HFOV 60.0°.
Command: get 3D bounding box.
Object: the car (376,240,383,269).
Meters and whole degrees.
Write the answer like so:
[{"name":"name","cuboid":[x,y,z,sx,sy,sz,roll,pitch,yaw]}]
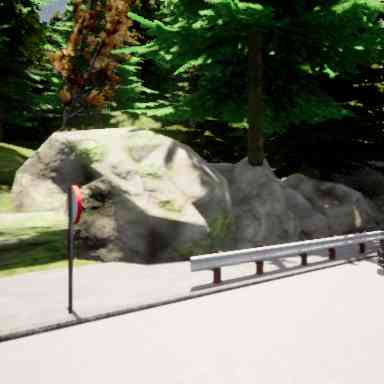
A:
[{"name":"car","cuboid":[7.346,1.507,9.835,4.892,1.490,1.837,0,0,-35]}]
